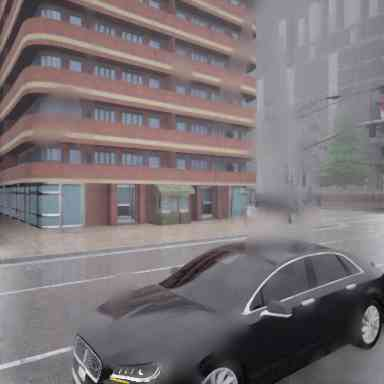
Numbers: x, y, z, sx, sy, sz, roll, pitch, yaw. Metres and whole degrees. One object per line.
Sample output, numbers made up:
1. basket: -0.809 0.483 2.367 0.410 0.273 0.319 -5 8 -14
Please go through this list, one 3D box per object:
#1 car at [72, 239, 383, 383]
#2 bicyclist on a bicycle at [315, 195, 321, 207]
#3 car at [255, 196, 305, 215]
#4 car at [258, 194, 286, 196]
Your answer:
1. car: 0.896 1.505 4.651 4.892 1.490 1.837 0 0 -36
2. bicyclist on a bicycle: 17.790 1.301 46.928 1.656 1.620 0.582 0 0 -36
3. car: 8.852 1.491 32.931 2.128 1.511 4.902 0 0 -36
4. car: 9.678 1.222 37.728 2.150 2.045 5.566 0 0 -36
